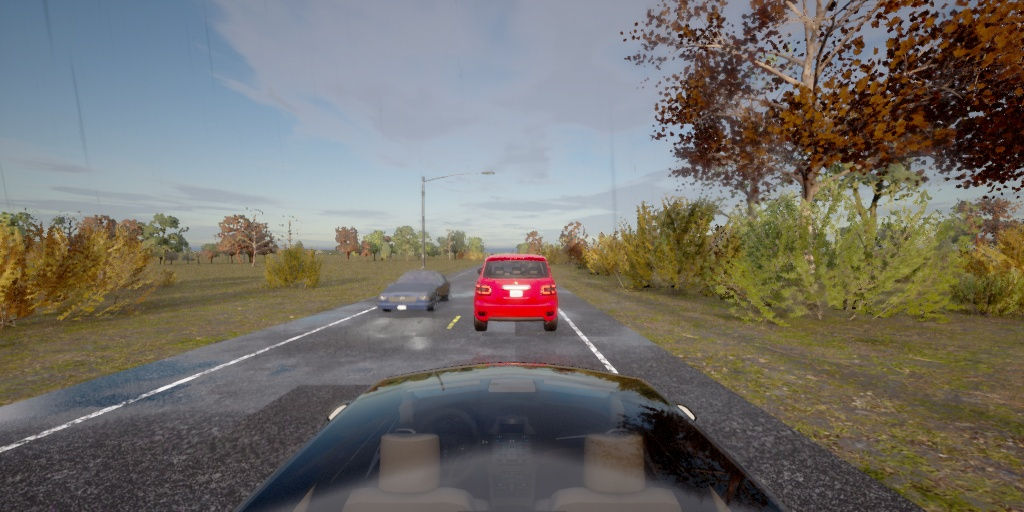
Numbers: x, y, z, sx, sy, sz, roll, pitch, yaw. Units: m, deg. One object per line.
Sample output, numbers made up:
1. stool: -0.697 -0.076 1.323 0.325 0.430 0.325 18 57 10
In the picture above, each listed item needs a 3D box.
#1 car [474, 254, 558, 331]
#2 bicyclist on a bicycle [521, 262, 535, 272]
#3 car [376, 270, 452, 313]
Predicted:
1. car: 0.093 0.968 11.066 2.150 2.045 5.566 0 0 0
2. bicyclist on a bicycle: 0.945 1.114 18.772 0.659 1.776 1.843 0 0 0
3. car: -3.604 1.293 14.350 2.033 1.411 5.357 0 0 0
